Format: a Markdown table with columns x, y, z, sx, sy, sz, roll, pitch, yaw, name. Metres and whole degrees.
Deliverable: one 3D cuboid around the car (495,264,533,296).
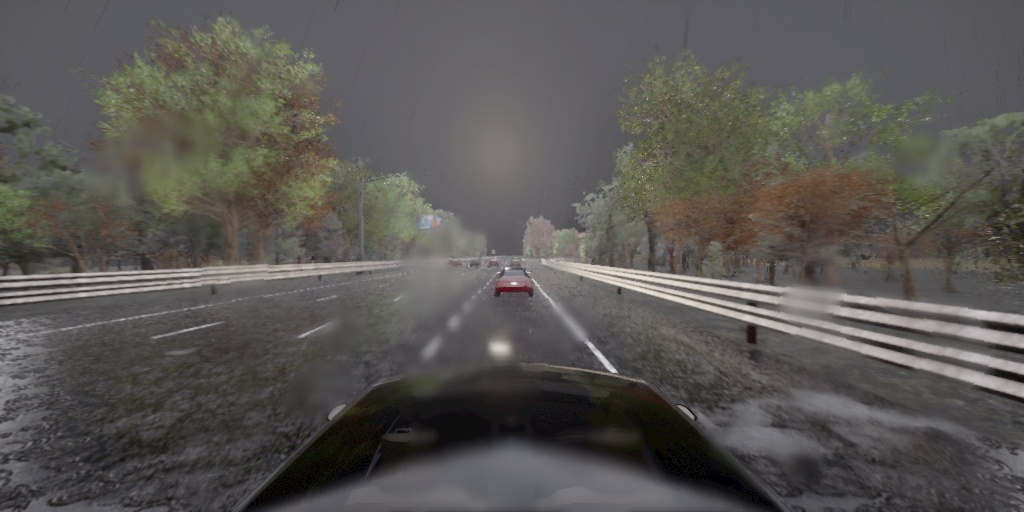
| x | y | z | sx | sy | sz | roll | pitch | yaw | name |
| --- | --- | --- | --- | --- | --- | --- | --- | --- | --- |
| 0.113 | 1.314 | 19.596 | 1.994 | 1.385 | 4.181 | 0 | 0 | 0 | car |
